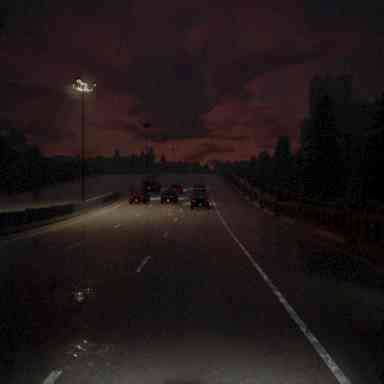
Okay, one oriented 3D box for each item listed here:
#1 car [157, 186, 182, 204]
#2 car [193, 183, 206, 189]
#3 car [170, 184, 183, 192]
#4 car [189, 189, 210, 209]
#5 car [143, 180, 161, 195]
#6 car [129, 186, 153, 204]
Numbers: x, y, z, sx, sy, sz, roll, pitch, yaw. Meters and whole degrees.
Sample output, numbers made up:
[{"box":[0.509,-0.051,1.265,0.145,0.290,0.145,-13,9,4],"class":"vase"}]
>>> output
[{"box":[-2.592,0.477,39.298,1.837,1.490,4.892,0,5,1],"class":"car"},{"box":[1.097,-0.528,48.624,2.128,1.511,4.902,0,7,1],"class":"car"},{"box":[-2.381,-0.562,49.611,1.994,1.385,4.181,0,7,1],"class":"car"},{"box":[0.804,0.875,34.504,1.812,1.442,4.674,0,4,0],"class":"car"},{"box":[-5.900,-0.804,48.797,2.150,2.045,5.566,0,7,1],"class":"car"},{"box":[-6.095,0.530,38.994,1.812,1.442,4.674,0,5,1],"class":"car"}]
